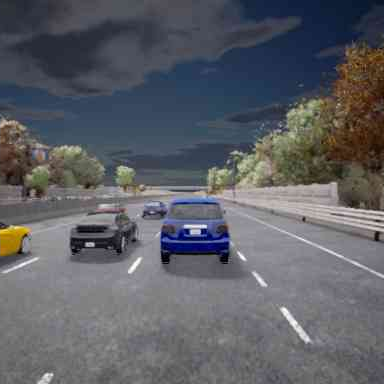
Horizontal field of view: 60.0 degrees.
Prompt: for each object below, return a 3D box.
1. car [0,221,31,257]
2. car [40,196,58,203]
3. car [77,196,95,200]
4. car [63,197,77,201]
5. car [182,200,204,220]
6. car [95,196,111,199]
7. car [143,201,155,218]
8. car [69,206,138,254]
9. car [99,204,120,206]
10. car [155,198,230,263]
[{"bbox_3d":[-6.903,1.485,10.352,1.882,1.535,5.008,0,0,0],"label":"car"},{"bbox_3d":[-28.025,1.568,65.359,1.837,1.490,4.892,0,0,0],"label":"car"},{"bbox_3d":[-21.027,1.562,67.664,1.882,1.535,5.008,0,0,0],"label":"car"},{"bbox_3d":[-24.526,1.680,67.632,1.895,1.301,4.718,0,0,0],"label":"car"},{"bbox_3d":[0.089,1.534,29.677,1.837,1.490,4.892,0,0,0],"label":"car"},{"bbox_3d":[-17.526,1.562,67.665,1.882,1.535,5.008,0,0,0],"label":"car"},{"bbox_3d":[-3.413,1.557,30.690,1.812,1.442,4.674,0,0,0],"label":"car"},{"bbox_3d":[-3.406,1.515,13.524,1.837,1.490,4.892,0,0,0],"label":"car"},{"bbox_3d":[-6.909,1.628,28.151,1.895,1.301,4.718,0,0,0],"label":"car"},{"bbox_3d":[0.095,1.230,12.132,2.150,2.045,5.566,0,0,0],"label":"car"}]
